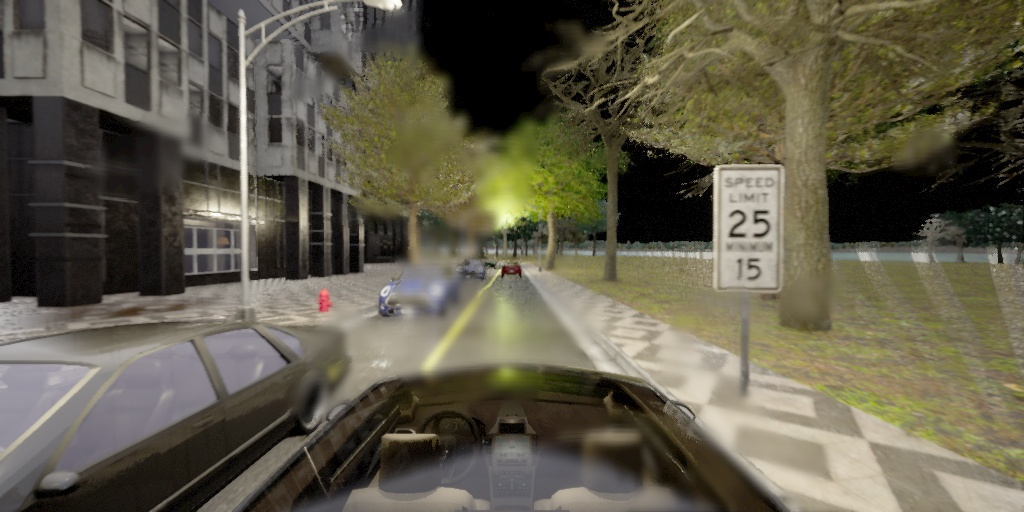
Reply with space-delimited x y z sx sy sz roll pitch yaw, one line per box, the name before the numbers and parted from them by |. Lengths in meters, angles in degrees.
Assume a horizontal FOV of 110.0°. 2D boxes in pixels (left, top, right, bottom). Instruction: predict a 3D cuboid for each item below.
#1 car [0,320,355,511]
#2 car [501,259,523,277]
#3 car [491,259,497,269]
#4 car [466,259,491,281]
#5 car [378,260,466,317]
car | -3.086 1.294 2.697 2.033 1.411 5.357 0 0 -1
car | -0.032 1.155 33.927 1.882 1.535 5.008 0 0 0
car | -3.104 1.117 51.020 1.895 1.301 4.718 0 0 0
car | -3.105 1.041 28.702 2.097 1.767 4.553 0 0 0
car | -3.098 1.067 12.929 2.097 1.767 4.553 0 0 0
